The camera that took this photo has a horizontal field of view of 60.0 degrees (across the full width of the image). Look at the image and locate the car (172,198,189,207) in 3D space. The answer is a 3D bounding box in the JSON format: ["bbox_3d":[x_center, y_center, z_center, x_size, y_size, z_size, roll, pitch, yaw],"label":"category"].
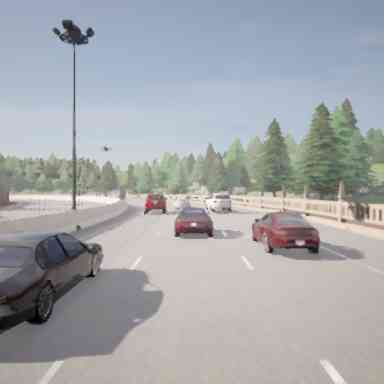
[{"bbox_3d":[-1.405,1.484,42.410,1.812,1.442,4.674,0,0,-10],"label":"car"}]

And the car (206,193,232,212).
[{"bbox_3d":[2.931,1.182,37.560,2.150,2.045,5.566,1,0,-7],"label":"car"}]

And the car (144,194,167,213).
[{"bbox_3d":[-3.953,1.189,35.983,2.150,2.045,5.566,1,0,-6],"label":"car"}]

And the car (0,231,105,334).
[{"bbox_3d":[-3.408,1.543,7.065,2.033,1.411,5.357,0,0,0],"label":"car"}]

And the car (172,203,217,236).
[{"bbox_3d":[0.086,1.546,18.191,1.994,1.385,4.181,0,0,0],"label":"car"}]

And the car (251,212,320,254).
[{"bbox_3d":[3.594,1.509,13.346,1.812,1.442,4.674,0,0,0],"label":"car"}]
